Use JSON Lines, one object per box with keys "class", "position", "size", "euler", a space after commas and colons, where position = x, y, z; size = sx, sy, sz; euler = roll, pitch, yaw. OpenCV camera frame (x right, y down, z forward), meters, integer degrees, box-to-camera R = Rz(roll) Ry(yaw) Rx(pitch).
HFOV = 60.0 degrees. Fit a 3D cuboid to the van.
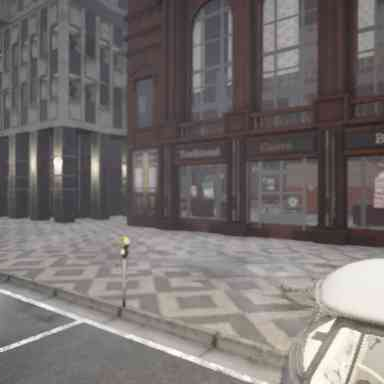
{"class": "van", "position": [2.298, 1.341, 1.320], "size": [3.998, 1.788, 1.690], "euler": [0, 0, 35]}
